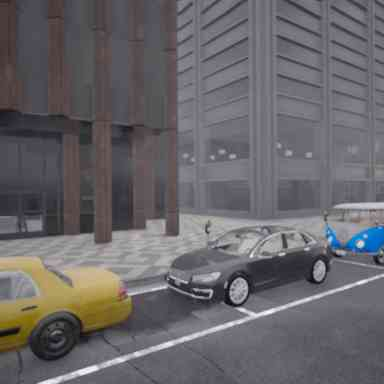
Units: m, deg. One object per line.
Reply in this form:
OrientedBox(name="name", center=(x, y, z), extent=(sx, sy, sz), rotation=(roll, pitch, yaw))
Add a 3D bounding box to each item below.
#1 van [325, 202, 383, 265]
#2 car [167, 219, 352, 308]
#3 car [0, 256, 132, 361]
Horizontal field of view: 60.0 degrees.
OrientedBox(name="van", center=(6.083, 1.240, 11.000), extent=(3.998, 1.788, 1.690), rotation=(-1, 0, -36))
OrientedBox(name="car", center=(1.498, 1.500, 7.725), extent=(4.403, 1.369, 2.008), rotation=(-1, 0, -36))
OrientedBox(name="car", center=(-3.226, 1.527, 4.350), extent=(4.829, 1.417, 1.752), rotation=(-1, 0, -36))
